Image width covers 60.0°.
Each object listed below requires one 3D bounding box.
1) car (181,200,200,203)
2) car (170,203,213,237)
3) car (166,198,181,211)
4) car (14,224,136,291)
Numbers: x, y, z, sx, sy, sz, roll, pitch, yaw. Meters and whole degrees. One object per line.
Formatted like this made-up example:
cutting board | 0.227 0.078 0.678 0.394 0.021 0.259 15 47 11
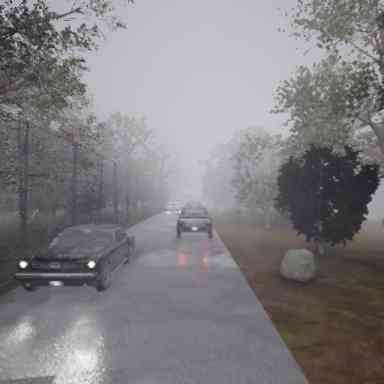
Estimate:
car | 0.211 1.689 36.948 2.097 1.767 4.553 0 -1 0
car | 0.131 1.575 18.502 2.128 1.511 4.902 0 -1 0
car | -2.627 1.851 50.607 2.150 2.045 5.566 0 -2 1
car | -2.841 1.620 9.168 1.895 1.301 4.718 0 0 0
